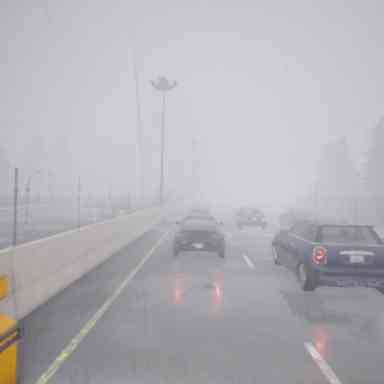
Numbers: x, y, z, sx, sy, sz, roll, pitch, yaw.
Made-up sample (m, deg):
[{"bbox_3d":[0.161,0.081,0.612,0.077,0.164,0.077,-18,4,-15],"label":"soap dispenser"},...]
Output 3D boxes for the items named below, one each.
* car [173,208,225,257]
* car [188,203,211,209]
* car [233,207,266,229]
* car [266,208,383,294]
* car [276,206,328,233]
[{"bbox_3d":[0.292,1.606,13.232,1.812,1.442,4.674,1,0,1],"label":"car"},{"bbox_3d":[0.649,1.697,28.246,1.812,1.442,4.674,1,0,1],"label":"car"},{"bbox_3d":[4.006,1.769,23.444,2.033,1.411,5.357,1,0,2],"label":"car"},{"bbox_3d":[3.684,1.490,9.415,2.097,1.767,4.553,1,0,2],"label":"car"},{"bbox_3d":[7.504,1.849,23.361,2.033,1.411,5.357,1,0,2],"label":"car"}]
